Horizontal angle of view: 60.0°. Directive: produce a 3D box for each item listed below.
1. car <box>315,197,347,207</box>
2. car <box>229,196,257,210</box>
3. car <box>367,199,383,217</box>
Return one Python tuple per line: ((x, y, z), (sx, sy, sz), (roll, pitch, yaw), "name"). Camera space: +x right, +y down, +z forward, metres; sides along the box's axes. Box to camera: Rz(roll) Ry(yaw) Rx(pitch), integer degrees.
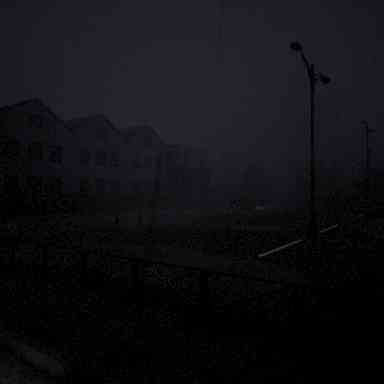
((21.848, 1.495, 52.438), (4.674, 1.442, 1.812), (1, 0, 28), "car")
((6.268, 1.315, 40.395), (1.837, 1.490, 4.892), (0, 0, 35), "car")
((15.422, 1.298, 26.809), (2.007, 1.523, 4.514), (0, 0, 35), "car")
